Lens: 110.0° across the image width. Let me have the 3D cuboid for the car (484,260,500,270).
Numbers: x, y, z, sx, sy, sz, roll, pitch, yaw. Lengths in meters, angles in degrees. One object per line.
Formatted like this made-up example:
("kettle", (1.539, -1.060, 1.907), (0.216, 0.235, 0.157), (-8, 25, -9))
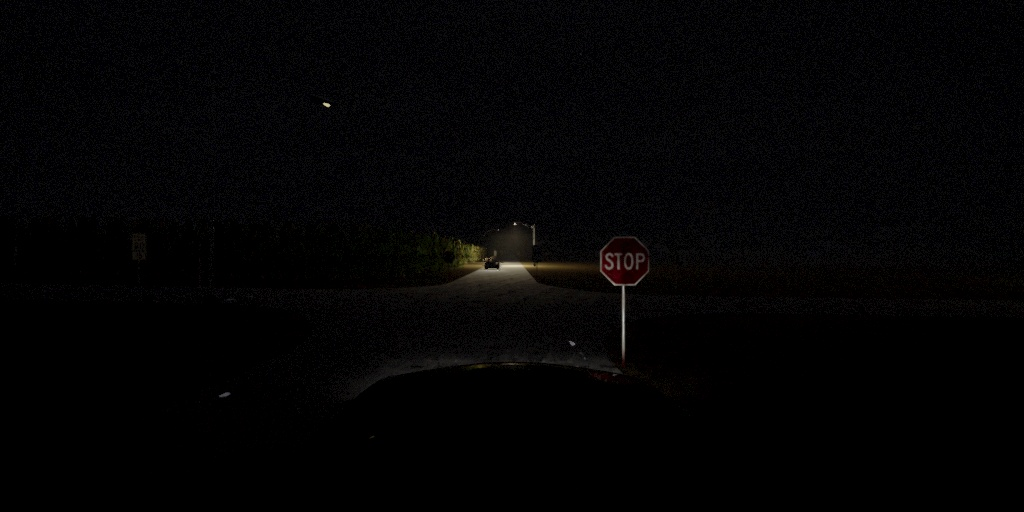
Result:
("car", (-2.691, 1.196, 48.849), (1.994, 1.385, 4.181), (0, 0, 0))
